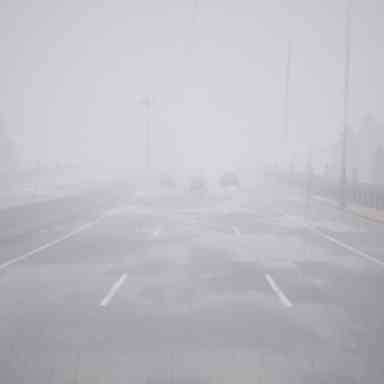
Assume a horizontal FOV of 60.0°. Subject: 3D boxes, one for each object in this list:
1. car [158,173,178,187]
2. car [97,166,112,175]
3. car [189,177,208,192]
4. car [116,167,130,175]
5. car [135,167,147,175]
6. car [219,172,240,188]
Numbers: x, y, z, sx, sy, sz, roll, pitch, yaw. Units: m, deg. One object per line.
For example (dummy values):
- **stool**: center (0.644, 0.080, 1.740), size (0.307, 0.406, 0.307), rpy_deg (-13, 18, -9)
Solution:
- **car**: center (-2.746, -1.421, 38.491), size (2.128, 1.511, 4.902), rpy_deg (0, 6, 1)
- **car**: center (-16.373, -4.029, 62.445), size (2.128, 1.511, 4.902), rpy_deg (0, 6, 2)
- **car**: center (0.627, -0.840, 33.682), size (2.033, 1.411, 5.357), rpy_deg (0, 6, 2)
- **car**: center (-12.876, -3.993, 62.405), size (1.812, 1.442, 4.674), rpy_deg (0, 6, 2)
- **car**: center (-9.373, -3.946, 62.239), size (2.033, 1.411, 5.357), rpy_deg (0, 6, 2)
- **car**: center (4.244, -1.497, 37.993), size (2.097, 1.767, 4.553), rpy_deg (0, 6, 2)
